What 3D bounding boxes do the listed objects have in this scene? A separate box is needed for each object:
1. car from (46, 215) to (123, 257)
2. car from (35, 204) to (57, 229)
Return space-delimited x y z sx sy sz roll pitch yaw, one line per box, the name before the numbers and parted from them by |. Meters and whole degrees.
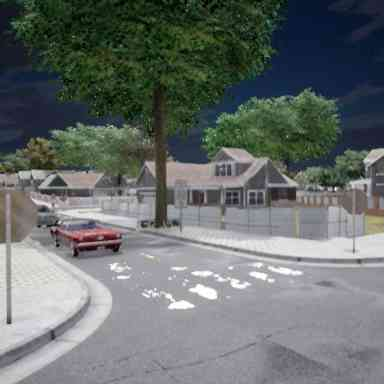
car | -4.684 1.834 14.401 1.895 1.301 4.718 0 0 -34
car | -10.944 1.682 23.574 2.097 1.767 4.553 0 0 -34
